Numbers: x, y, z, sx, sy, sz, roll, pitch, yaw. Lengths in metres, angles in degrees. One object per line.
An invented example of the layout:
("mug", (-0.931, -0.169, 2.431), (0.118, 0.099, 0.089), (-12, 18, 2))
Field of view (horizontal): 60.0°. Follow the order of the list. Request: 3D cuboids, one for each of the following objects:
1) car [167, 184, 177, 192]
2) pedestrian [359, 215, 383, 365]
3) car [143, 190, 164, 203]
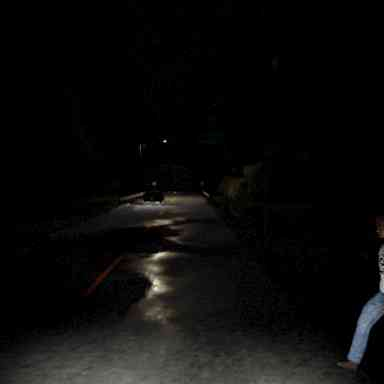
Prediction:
("car", (-4.717, -0.997, 79.864), (2.150, 2.045, 5.566), (0, 2, -1))
("pedestrian", (2.105, 1.080, 3.557), (0.375, 1.860, 0.375), (0, 2, 0))
("car", (-4.315, 0.460, 37.632), (1.994, 1.385, 4.181), (0, 2, 0))
